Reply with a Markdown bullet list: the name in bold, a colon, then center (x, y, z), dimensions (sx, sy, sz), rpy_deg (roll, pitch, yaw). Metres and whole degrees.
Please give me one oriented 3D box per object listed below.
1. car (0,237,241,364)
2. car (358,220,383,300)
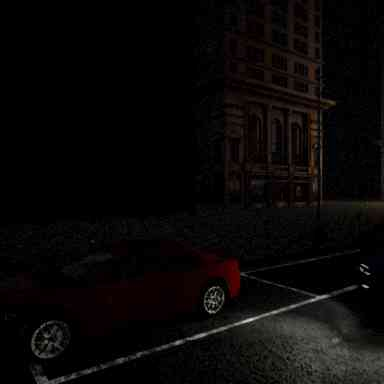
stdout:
- **car**: center (-1.138, 1.544, 5.847), dimensions (4.507, 1.381, 1.887), rpy_deg (0, 0, -36)
- **car**: center (5.672, 1.476, 7.449), dimensions (5.008, 1.535, 1.882), rpy_deg (0, 0, -36)
